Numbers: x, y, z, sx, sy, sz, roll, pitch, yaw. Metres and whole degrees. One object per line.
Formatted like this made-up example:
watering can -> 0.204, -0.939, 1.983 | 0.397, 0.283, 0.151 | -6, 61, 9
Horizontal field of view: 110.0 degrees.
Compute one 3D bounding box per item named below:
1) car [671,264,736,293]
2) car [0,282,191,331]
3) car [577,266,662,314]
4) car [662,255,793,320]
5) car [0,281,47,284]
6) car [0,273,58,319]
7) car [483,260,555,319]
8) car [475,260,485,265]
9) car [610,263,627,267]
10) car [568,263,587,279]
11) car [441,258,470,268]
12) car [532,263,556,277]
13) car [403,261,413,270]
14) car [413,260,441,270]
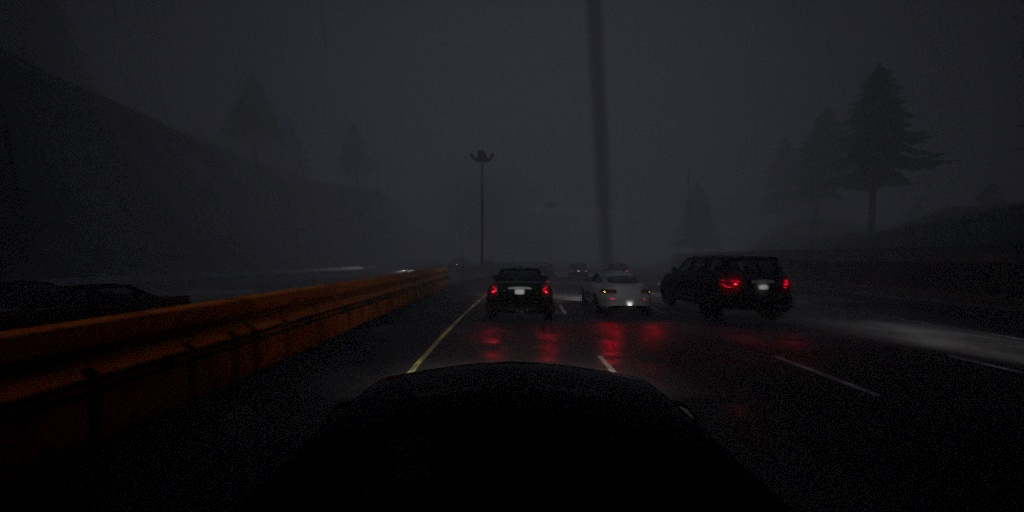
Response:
car -> 11.573, 1.270, 22.088 | 1.837, 1.490, 4.892 | 0, 0, 6
car -> -10.512, 1.355, 8.387 | 1.895, 1.301, 4.718 | 0, 0, 1
car -> 3.846, 1.285, 13.693 | 1.812, 1.442, 4.674 | 0, 0, 3
car -> 7.303, 0.980, 12.922 | 2.150, 2.045, 5.566 | 0, 0, 3
car -> -13.987, 1.355, 9.459 | 1.895, 1.301, 4.718 | 0, 0, 1
car -> -17.481, 1.302, 10.286 | 2.033, 1.411, 5.357 | 0, 0, 1
car -> 0.328, 1.110, 12.991 | 2.097, 1.767, 4.553 | 0, 0, 3
car -> -3.869, 1.292, 51.332 | 1.837, 1.490, 4.892 | 0, -1, 17
car -> 9.653, 1.320, 32.787 | 2.033, 1.411, 5.357 | 0, 0, 11
car -> 6.098, 1.320, 32.797 | 2.033, 1.411, 5.357 | 0, 0, 11
car -> -7.649, 1.137, 50.826 | 2.097, 1.767, 4.553 | 0, 0, 17
car -> 3.392, 1.376, 36.927 | 1.895, 1.301, 4.718 | 0, 0, 12
car -> -14.261, 1.350, 53.203 | 1.994, 1.385, 4.181 | 0, 0, 17
car -> -11.449, 1.310, 50.316 | 1.812, 1.442, 4.674 | 0, 0, 16
